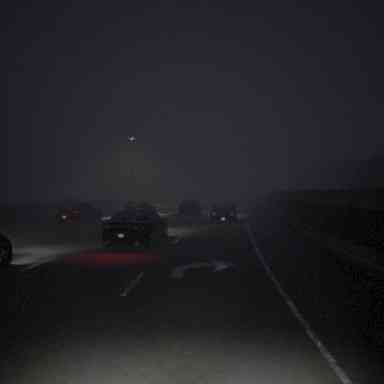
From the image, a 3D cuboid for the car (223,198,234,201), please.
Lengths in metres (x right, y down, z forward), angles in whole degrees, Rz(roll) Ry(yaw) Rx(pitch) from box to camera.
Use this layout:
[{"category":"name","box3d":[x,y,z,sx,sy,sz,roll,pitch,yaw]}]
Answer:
[{"category":"car","box3d":[4.654,1.527,42.313,1.812,1.442,4.674,0,0,7]}]

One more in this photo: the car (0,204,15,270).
[{"category":"car","box3d":[-6.490,1.334,8.097,2.097,1.767,4.553,0,0,4]}]

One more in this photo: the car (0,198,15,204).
[{"category":"car","box3d":[-26.706,1.491,46.232,1.994,1.385,4.181,0,0,7]}]

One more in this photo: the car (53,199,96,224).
[{"category":"car","box3d":[-8.239,1.500,24.496,1.812,1.442,4.674,0,0,7]}]

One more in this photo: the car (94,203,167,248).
[{"category":"car","box3d":[-2.368,1.468,14.803,1.882,1.535,5.008,0,0,6]}]

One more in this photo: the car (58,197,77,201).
[{"category":"car","box3d":[-16.431,1.428,43.892,1.882,1.535,5.008,0,0,8]}]

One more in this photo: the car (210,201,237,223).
[{"category":"car","box3d":[2.478,1.601,25.549,1.895,1.301,4.718,0,0,7]}]

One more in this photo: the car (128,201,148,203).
[{"category":"car","box3d":[-4.329,1.475,27.465,2.128,1.511,4.902,0,0,7]}]

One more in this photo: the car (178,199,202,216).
[{"category":"car","box3d":[-0.105,1.470,32.855,1.882,1.535,5.008,0,0,7]}]
